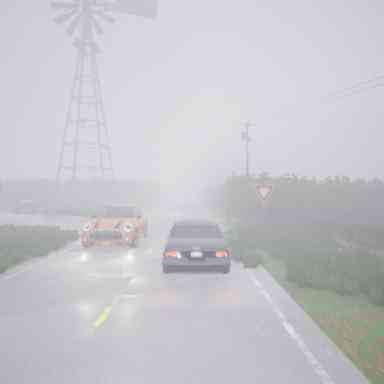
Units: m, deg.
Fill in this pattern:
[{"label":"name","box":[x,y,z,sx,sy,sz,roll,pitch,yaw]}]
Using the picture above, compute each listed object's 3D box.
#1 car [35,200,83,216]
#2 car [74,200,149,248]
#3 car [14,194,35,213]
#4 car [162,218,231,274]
[{"label":"car","box":[-9.244,1.342,26.216,4.902,1.511,2.128,1,-1,1]},{"label":"car","box":[-3.208,1.329,14.617,2.097,1.767,4.553,0,0,0]},{"label":"car","box":[-17.216,1.167,34.371,1.905,1.878,3.866,0,0,-31]},{"label":"car","box":[0.104,1.532,10.436,2.033,1.411,5.357,0,0,0]}]
